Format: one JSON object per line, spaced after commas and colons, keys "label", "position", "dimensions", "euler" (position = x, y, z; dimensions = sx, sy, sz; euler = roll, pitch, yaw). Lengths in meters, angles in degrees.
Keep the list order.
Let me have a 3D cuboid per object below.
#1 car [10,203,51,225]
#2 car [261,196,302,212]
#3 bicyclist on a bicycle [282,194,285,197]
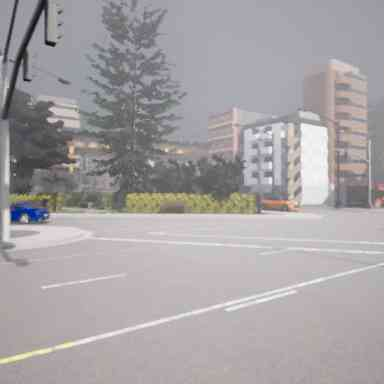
{"label": "car", "position": [-13.063, 1.550, 24.643], "dimensions": [5.008, 1.535, 1.882], "euler": [0, 0, 9]}
{"label": "car", "position": [9.961, 1.264, 37.173], "dimensions": [2.097, 1.767, 4.553], "euler": [0, 0, -35]}
{"label": "bicyclist on a bicycle", "position": [12.714, 1.164, 46.302], "dimensions": [1.656, 1.620, 0.582], "euler": [-1, 0, -35]}
